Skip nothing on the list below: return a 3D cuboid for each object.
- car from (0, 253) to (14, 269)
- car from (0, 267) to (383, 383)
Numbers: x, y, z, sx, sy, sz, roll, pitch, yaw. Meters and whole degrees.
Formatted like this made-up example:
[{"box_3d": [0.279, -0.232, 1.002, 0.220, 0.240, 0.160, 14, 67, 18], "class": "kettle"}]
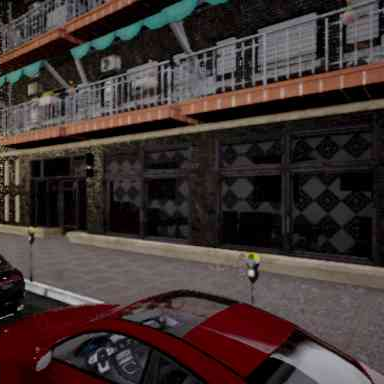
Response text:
[{"box_3d": [-4.780, 1.536, 6.130, 4.403, 1.369, 2.008, 0, 0, 35], "class": "car"}, {"box_3d": [-0.280, 1.578, 2.923, 4.206, 1.307, 1.802, 0, 0, 35], "class": "car"}]
